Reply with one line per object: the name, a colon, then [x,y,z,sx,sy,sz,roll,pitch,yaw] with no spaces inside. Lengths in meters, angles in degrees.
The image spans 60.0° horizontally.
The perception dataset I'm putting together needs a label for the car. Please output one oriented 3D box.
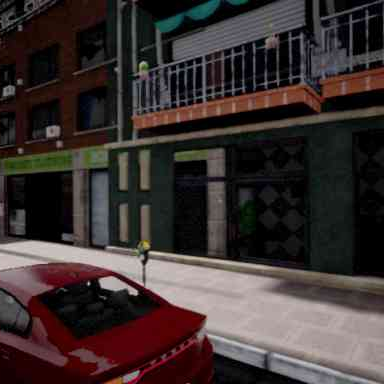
car: [-1.897,1.560,4.080,4.507,1.381,1.887,0,0,36]
